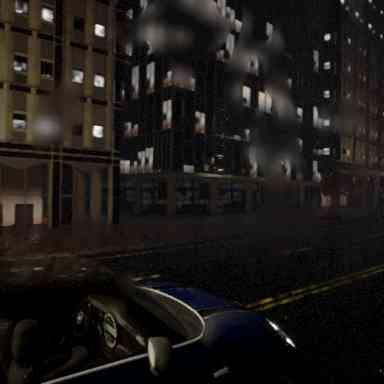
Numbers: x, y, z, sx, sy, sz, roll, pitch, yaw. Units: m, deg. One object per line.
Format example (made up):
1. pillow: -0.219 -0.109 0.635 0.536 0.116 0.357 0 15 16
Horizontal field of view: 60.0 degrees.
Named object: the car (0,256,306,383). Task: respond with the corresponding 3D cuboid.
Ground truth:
1. car: -1.125 1.356 2.726 4.553 1.767 2.097 0 0 -35
